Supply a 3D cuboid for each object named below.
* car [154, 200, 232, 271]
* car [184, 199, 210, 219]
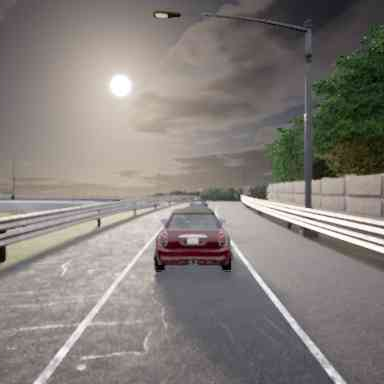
[{"bbox_3d":[0.042,1.274,10.756,2.097,1.767,4.553,0,0,0],"label":"car"},{"bbox_3d":[0.497,1.362,27.627,1.994,1.385,4.181,0,0,3],"label":"car"}]
